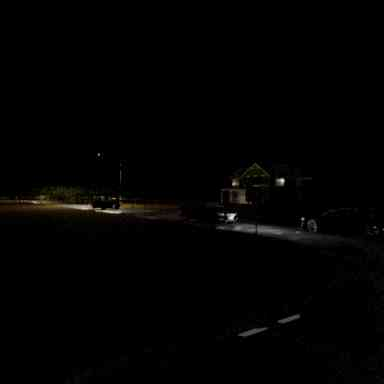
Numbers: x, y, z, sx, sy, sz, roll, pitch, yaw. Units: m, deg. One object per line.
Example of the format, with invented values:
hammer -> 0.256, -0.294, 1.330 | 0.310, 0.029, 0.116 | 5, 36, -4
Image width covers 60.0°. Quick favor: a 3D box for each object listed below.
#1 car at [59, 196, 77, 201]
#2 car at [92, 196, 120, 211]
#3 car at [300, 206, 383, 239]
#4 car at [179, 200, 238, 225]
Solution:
car -> -18.661, 0.909, 49.977 | 2.128, 1.511, 4.902 | 2, -1, -36
car -> -9.729, 1.261, 37.416 | 2.128, 1.511, 4.902 | 2, -1, -36
car -> 8.050, 1.483, 17.138 | 2.128, 1.511, 4.902 | -1, 1, -44
car -> 1.007, 1.343, 22.510 | 2.128, 1.511, 4.902 | 2, -1, -36
